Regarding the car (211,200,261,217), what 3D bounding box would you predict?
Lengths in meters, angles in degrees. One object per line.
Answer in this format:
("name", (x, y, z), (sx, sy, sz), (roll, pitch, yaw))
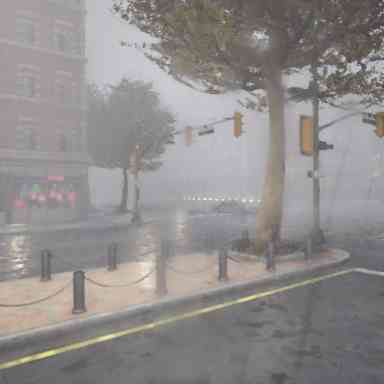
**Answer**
("car", (3.808, 1.358, 28.985), (1.895, 1.301, 4.718), (-1, 0, -36))
